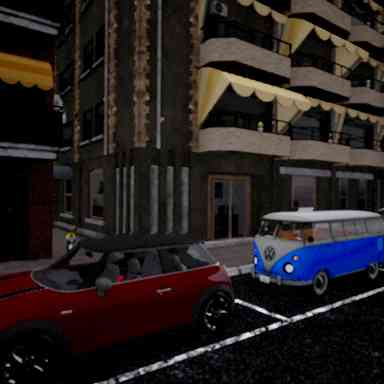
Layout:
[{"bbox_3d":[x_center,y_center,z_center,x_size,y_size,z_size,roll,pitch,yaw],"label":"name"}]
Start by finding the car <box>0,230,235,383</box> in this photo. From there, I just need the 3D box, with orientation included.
[{"bbox_3d":[-1.340,1.449,5.138,4.097,1.590,1.967,0,0,-35],"label":"car"}]

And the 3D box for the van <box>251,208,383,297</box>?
[{"bbox_3d":[3.293,1.381,8.442,3.998,1.788,1.690,0,0,-35],"label":"van"}]
